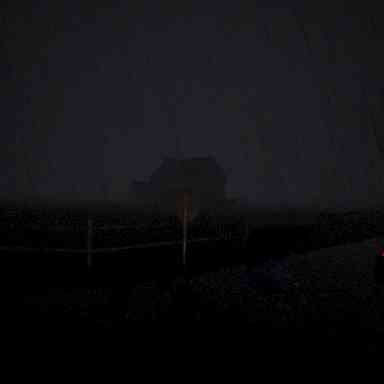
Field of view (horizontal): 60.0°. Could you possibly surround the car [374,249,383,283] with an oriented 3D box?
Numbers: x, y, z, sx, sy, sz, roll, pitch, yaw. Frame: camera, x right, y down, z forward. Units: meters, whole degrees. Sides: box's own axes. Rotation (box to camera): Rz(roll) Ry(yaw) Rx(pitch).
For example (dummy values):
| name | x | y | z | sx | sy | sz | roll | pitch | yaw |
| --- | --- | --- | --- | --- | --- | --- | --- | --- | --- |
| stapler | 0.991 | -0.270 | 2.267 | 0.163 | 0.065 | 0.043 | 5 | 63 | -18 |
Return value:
| name | x | y | z | sx | sy | sz | roll | pitch | yaw |
| --- | --- | --- | --- | --- | --- | --- | --- | --- | --- |
| car | 6.677 | 1.737 | 9.076 | 4.181 | 1.385 | 1.994 | 1 | -1 | -42 |
